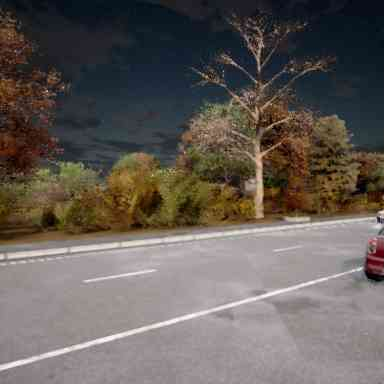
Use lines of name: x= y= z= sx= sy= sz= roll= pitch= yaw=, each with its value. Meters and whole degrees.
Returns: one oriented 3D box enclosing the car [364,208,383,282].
car: x=6.472 y=1.356 z=8.646 sx=4.553 sy=1.767 sz=2.097 roll=0 pitch=0 yaw=-37
